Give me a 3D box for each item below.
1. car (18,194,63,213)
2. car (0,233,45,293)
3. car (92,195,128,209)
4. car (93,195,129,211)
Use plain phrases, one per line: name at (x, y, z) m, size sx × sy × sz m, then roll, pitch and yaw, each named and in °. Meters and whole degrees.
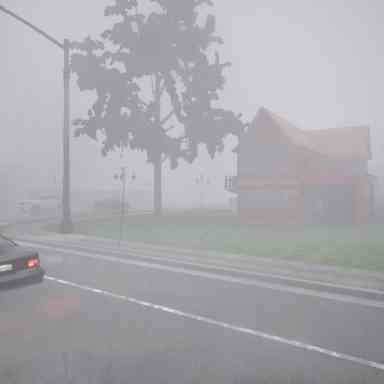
car at (-16.632, 1.222, 37.618) m, size 2.150 × 2.045 × 5.566 m, roll 0°, pitch 0°, yaw 33°
car at (-5.736, 1.547, 8.025) m, size 5.357 × 1.411 × 2.033 m, roll 0°, pitch 0°, yaw 36°
car at (-11.170, 1.352, 45.728) m, size 2.097 × 1.767 × 4.553 m, roll 0°, pitch 0°, yaw 34°
car at (-9.881, 1.505, 41.033) m, size 1.837 × 1.490 × 4.892 m, roll 0°, pitch 0°, yaw 34°
